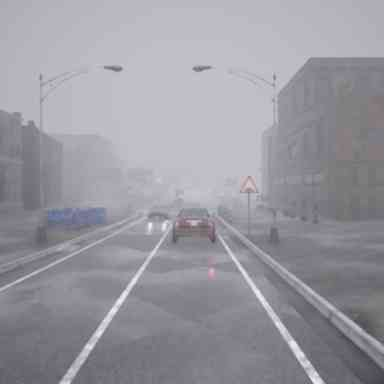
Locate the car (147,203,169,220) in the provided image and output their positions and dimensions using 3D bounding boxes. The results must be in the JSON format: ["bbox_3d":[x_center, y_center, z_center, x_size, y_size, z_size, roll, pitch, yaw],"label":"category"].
[{"bbox_3d":[-3.029,1.783,31.575,2.033,1.411,5.357,0,0,0],"label":"car"}]

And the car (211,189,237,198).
[{"bbox_3d":[7.986,0.721,79.365,5.366,1.575,1.946,0,2,-1],"label":"car"}]

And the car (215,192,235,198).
[{"bbox_3d":[8.142,0.663,82.124,4.674,1.452,2.002,0,2,-1],"label":"car"}]

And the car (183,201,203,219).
[{"bbox_3d":[0.166,1.739,32.729,1.837,1.490,4.892,0,0,1],"label":"car"}]

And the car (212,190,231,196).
[{"bbox_3d":[8.044,0.338,90.384,5.008,1.535,2.097,0,2,-1],"label":"car"}]

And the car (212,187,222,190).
[{"bbox_3d":[8.074,0.398,84.871,4.553,1.767,2.185,0,2,-1],"label":"car"}]

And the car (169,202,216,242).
[{"bbox_3d":[0.090,1.525,17.570,2.097,1.767,4.553,0,0,0],"label":"car"}]

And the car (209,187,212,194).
[{"bbox_3d":[8.102,0.178,87.621,5.566,2.045,2.435,0,2,-1],"label":"car"}]
